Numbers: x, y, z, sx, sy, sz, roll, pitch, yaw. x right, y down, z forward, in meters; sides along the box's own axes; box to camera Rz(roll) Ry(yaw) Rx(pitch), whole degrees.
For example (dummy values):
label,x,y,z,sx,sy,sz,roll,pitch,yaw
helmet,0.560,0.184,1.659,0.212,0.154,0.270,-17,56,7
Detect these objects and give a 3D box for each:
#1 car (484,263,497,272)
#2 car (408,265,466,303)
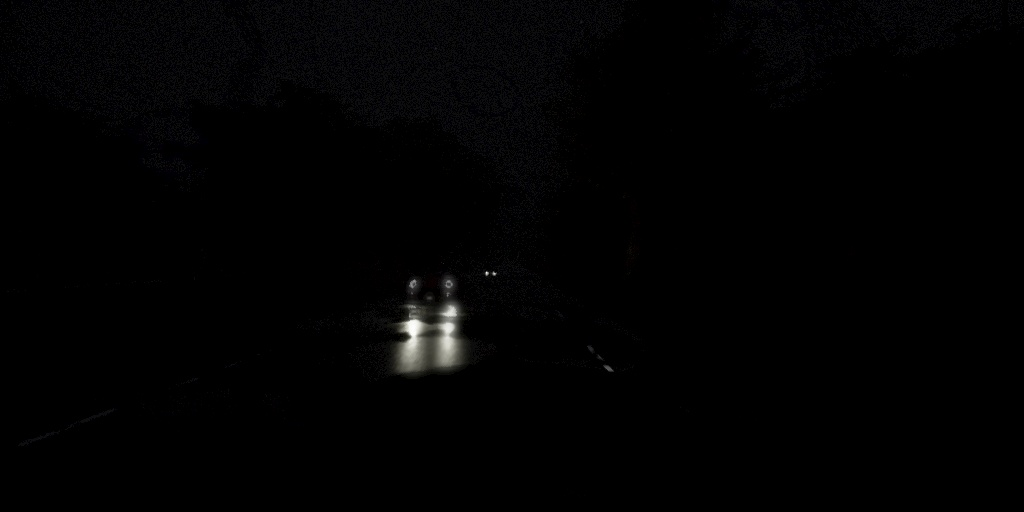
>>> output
label,x,y,z,sx,sy,sz,roll,pitch,yaw
car,-3.515,1.907,60.346,1.994,1.385,4.181,0,-1,1
car,-3.593,1.270,17.850,2.097,1.767,4.553,0,-1,0
